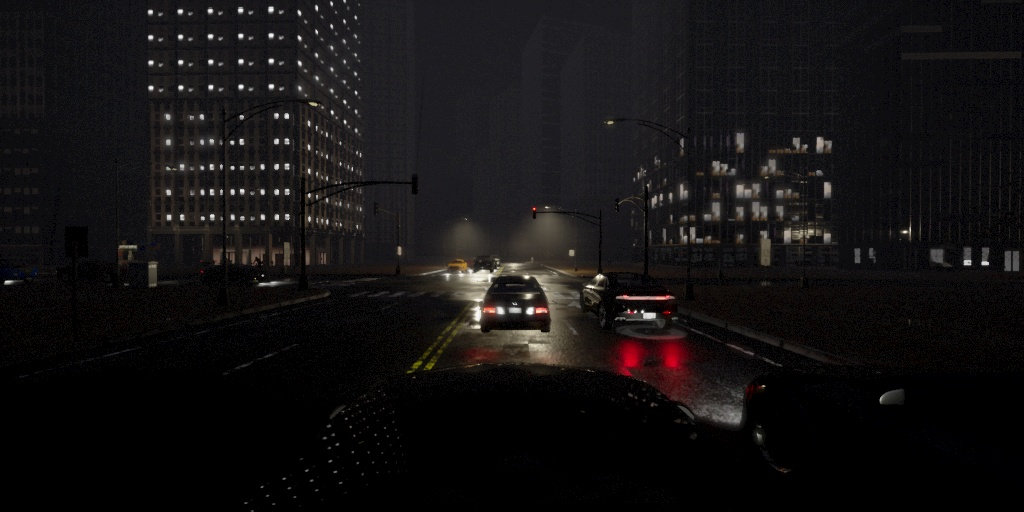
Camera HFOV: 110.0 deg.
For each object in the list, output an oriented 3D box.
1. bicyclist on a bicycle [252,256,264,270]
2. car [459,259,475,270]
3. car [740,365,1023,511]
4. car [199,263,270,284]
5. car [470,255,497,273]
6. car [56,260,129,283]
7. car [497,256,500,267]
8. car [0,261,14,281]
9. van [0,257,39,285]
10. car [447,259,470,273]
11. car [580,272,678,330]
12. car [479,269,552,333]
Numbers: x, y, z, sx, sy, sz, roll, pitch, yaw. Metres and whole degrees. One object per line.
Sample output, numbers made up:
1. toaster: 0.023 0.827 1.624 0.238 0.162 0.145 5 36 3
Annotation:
1. bicyclist on a bicycle: -24.667 0.868 34.762 0.582 1.620 1.656 0 1 1
2. car: -6.538 1.223 52.677 1.812 1.442 4.674 0 0 0
3. car: 3.354 1.314 1.988 1.994 1.385 4.181 0 0 0
4. car: -19.961 1.227 25.903 4.181 1.385 1.994 0 0 1
5. car: -3.302 0.937 42.942 2.150 2.045 5.566 0 0 0
6. car: -30.053 1.093 26.166 5.008 1.535 1.882 0 0 2
7. car: -3.289 1.048 52.896 2.097 1.767 4.553 0 0 0
8. car: -40.295 1.093 26.451 4.674 1.442 1.812 0 0 2
9. van: -33.910 0.960 23.682 3.998 1.789 1.690 0 0 1
10. car: -6.550 1.193 43.265 1.882 1.535 5.008 0 0 0
11. car: 3.356 1.238 11.145 2.128 1.511 4.902 0 0 0
12. car: 0.109 1.294 10.732 2.033 1.411 5.357 0 0 1
